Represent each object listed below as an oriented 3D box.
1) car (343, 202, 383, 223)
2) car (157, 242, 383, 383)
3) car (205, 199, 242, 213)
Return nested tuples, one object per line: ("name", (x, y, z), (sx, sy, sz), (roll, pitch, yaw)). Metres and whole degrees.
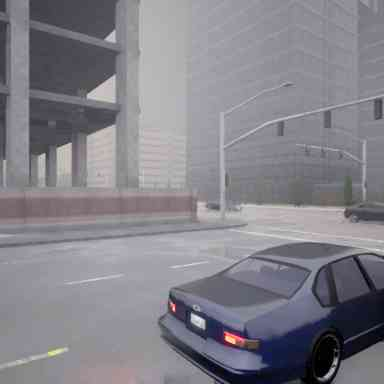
("car", (13.215, 1.505, 23.403), (1.837, 1.490, 4.892), (0, 0, -36))
("car", (2.123, 1.547, 5.303), (5.357, 1.411, 2.033), (0, 0, -35))
("car", (3.447, 1.491, 36.847), (2.128, 1.511, 4.902), (0, 0, -36))
